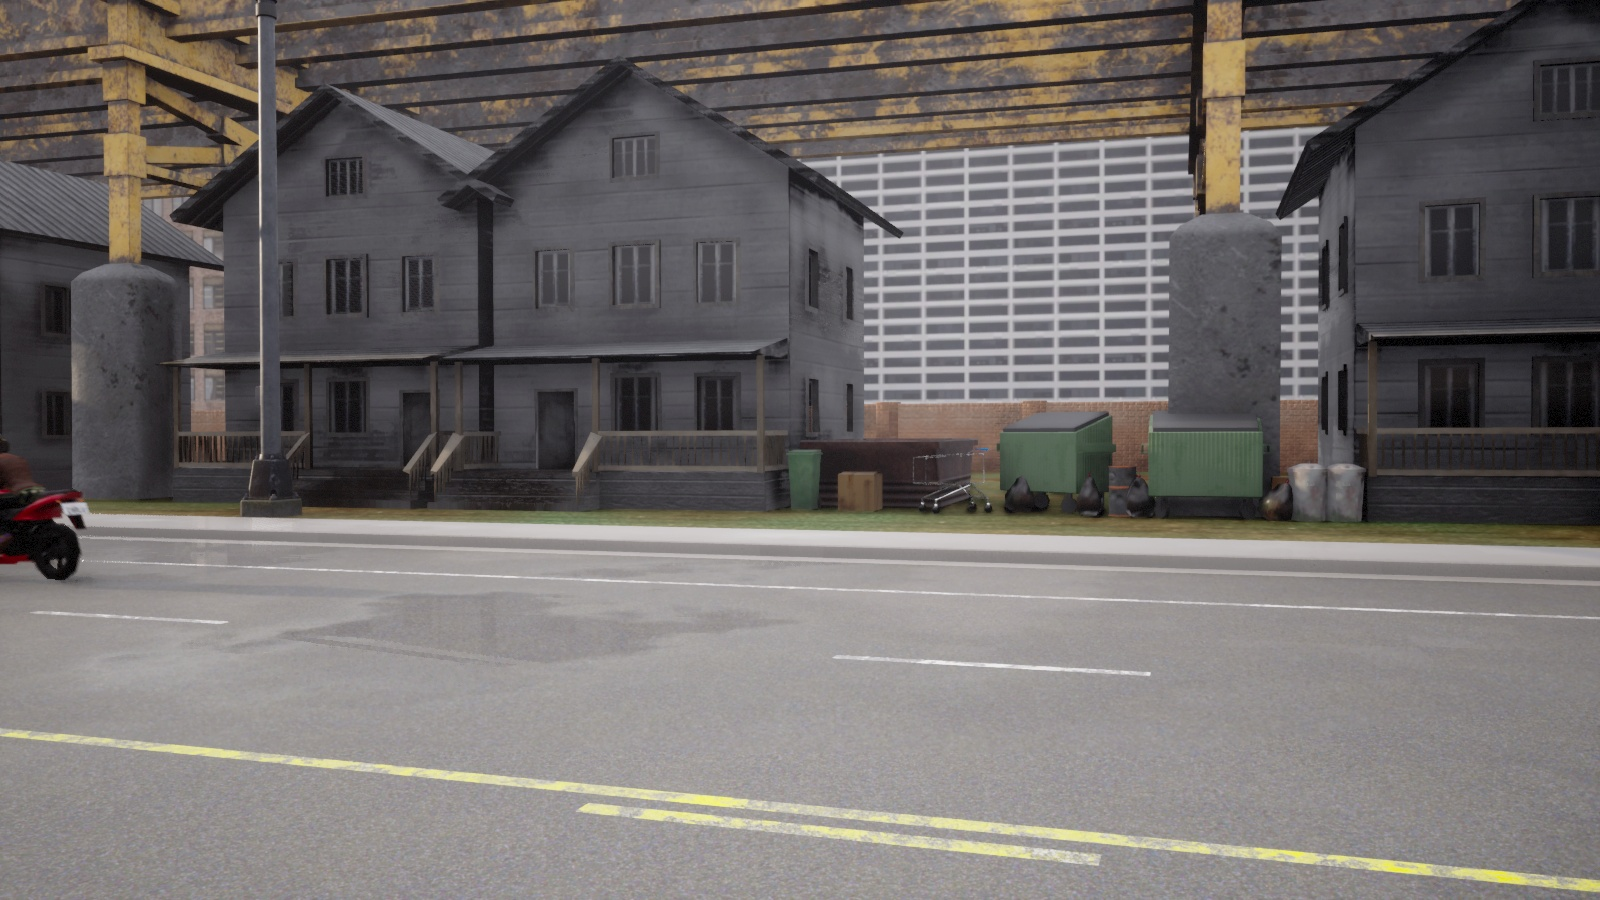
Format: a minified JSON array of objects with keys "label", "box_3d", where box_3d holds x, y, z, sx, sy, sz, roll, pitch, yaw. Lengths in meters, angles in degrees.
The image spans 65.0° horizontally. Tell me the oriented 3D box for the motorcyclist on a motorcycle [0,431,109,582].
[{"label":"motorcyclist on a motorcycle","box_3d":[-8.485,0.563,13.373,2.044,1.523,0.797,1,1,18]}]
